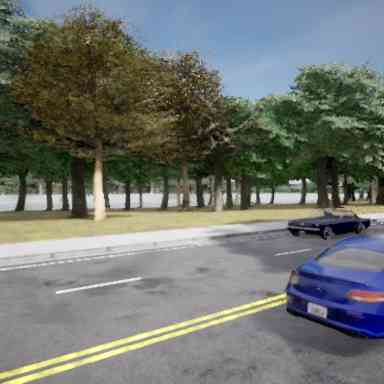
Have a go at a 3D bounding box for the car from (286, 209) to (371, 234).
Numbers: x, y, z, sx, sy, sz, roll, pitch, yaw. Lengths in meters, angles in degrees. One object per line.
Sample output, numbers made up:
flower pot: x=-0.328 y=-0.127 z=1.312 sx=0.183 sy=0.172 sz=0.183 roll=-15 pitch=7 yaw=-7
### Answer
car: x=6.864 y=1.541 z=16.598 sx=4.718 sy=1.301 sz=1.895 roll=0 pitch=0 yaw=-36

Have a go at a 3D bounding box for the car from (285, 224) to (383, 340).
car: x=3.646 y=1.499 z=6.049 sx=4.674 sy=1.442 sz=1.812 roll=0 pitch=0 yaw=-36
